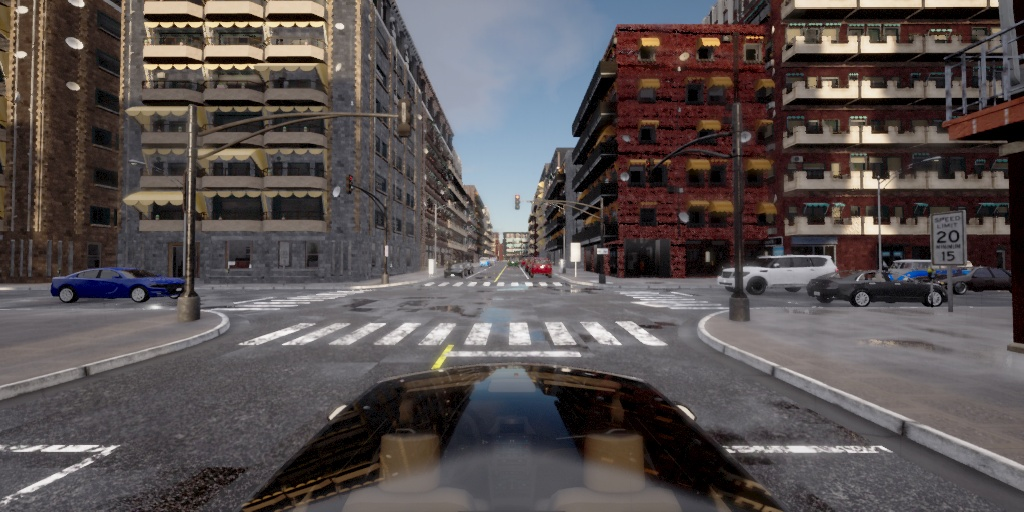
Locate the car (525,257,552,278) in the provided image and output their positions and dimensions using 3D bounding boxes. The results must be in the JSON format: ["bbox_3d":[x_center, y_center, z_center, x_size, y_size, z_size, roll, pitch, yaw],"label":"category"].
[{"bbox_3d":[2.637,1.077,33.928,2.192,1.841,5.009,0,0,0],"label":"car"}]

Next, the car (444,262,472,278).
[{"bbox_3d":[-5.244,1.328,33.900,1.948,1.339,4.313,0,0,0],"label":"car"}]

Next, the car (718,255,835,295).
[{"bbox_3d":[14.066,0.969,19.046,5.566,2.045,2.150,0,-1,0],"label":"car"}]

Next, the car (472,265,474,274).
[{"bbox_3d":[-5.232,1.331,39.461,1.948,1.339,4.313,0,0,0],"label":"car"}]

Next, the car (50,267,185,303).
[{"bbox_3d":[-17.582,1.255,16.242,5.008,1.535,1.882,0,-1,0],"label":"car"}]

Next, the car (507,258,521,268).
[{"bbox_3d":[0.233,1.178,64.447,2.097,1.767,4.553,0,0,0],"label":"car"}]

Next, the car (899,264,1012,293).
[{"bbox_3d":[24.318,1.271,18.989,5.357,1.411,2.033,0,-1,0],"label":"car"}]

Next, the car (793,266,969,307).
[{"bbox_3d":[13.771,1.185,13.610,4.403,1.370,2.007,0,0,0],"label":"car"}]

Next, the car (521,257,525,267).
[{"bbox_3d":[2.661,1.086,45.051,2.192,1.841,5.009,0,0,0],"label":"car"}]

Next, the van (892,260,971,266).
[{"bbox_3d":[24.946,1.115,21.438,3.998,1.789,1.690,0,0,0],"label":"van"}]
